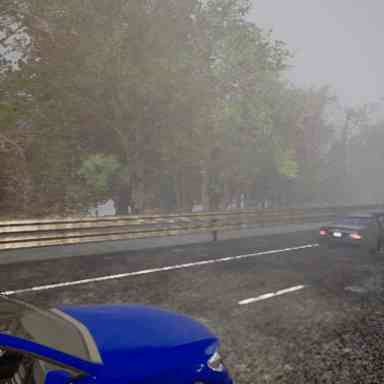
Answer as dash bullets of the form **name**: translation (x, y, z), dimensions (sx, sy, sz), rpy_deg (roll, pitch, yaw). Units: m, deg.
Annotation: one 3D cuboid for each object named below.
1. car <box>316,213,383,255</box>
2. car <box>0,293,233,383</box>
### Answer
- **car**: translation (7.180, 1.551, 13.259), dimensions (5.357, 1.411, 2.033), rpy_deg (0, 0, -36)
- **car**: translation (-1.810, 1.527, 2.468), dimensions (4.674, 1.442, 1.812), rpy_deg (0, 0, -36)
